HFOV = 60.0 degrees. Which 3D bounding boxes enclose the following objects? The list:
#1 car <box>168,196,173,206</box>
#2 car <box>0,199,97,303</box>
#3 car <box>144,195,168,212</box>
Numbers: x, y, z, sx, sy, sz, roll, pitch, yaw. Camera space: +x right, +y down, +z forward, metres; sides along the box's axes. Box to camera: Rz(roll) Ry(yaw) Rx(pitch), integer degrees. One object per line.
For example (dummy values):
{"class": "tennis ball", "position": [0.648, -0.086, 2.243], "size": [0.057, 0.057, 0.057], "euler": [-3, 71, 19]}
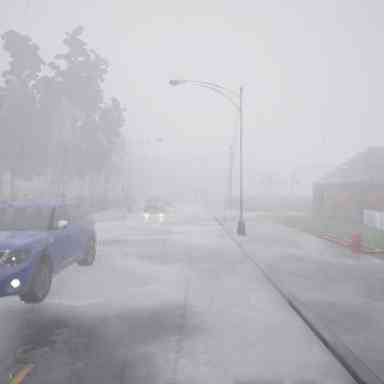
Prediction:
{"class": "car", "position": [-4.208, 1.351, 53.209], "size": [2.097, 1.767, 4.553], "euler": [0, 0, 0]}
{"class": "car", "position": [-4.126, 1.221, 8.570], "size": [2.150, 2.045, 5.566], "euler": [0, 0, 0]}
{"class": "car", "position": [-4.214, 1.352, 37.945], "size": [2.097, 1.767, 4.553], "euler": [0, 0, 0]}
